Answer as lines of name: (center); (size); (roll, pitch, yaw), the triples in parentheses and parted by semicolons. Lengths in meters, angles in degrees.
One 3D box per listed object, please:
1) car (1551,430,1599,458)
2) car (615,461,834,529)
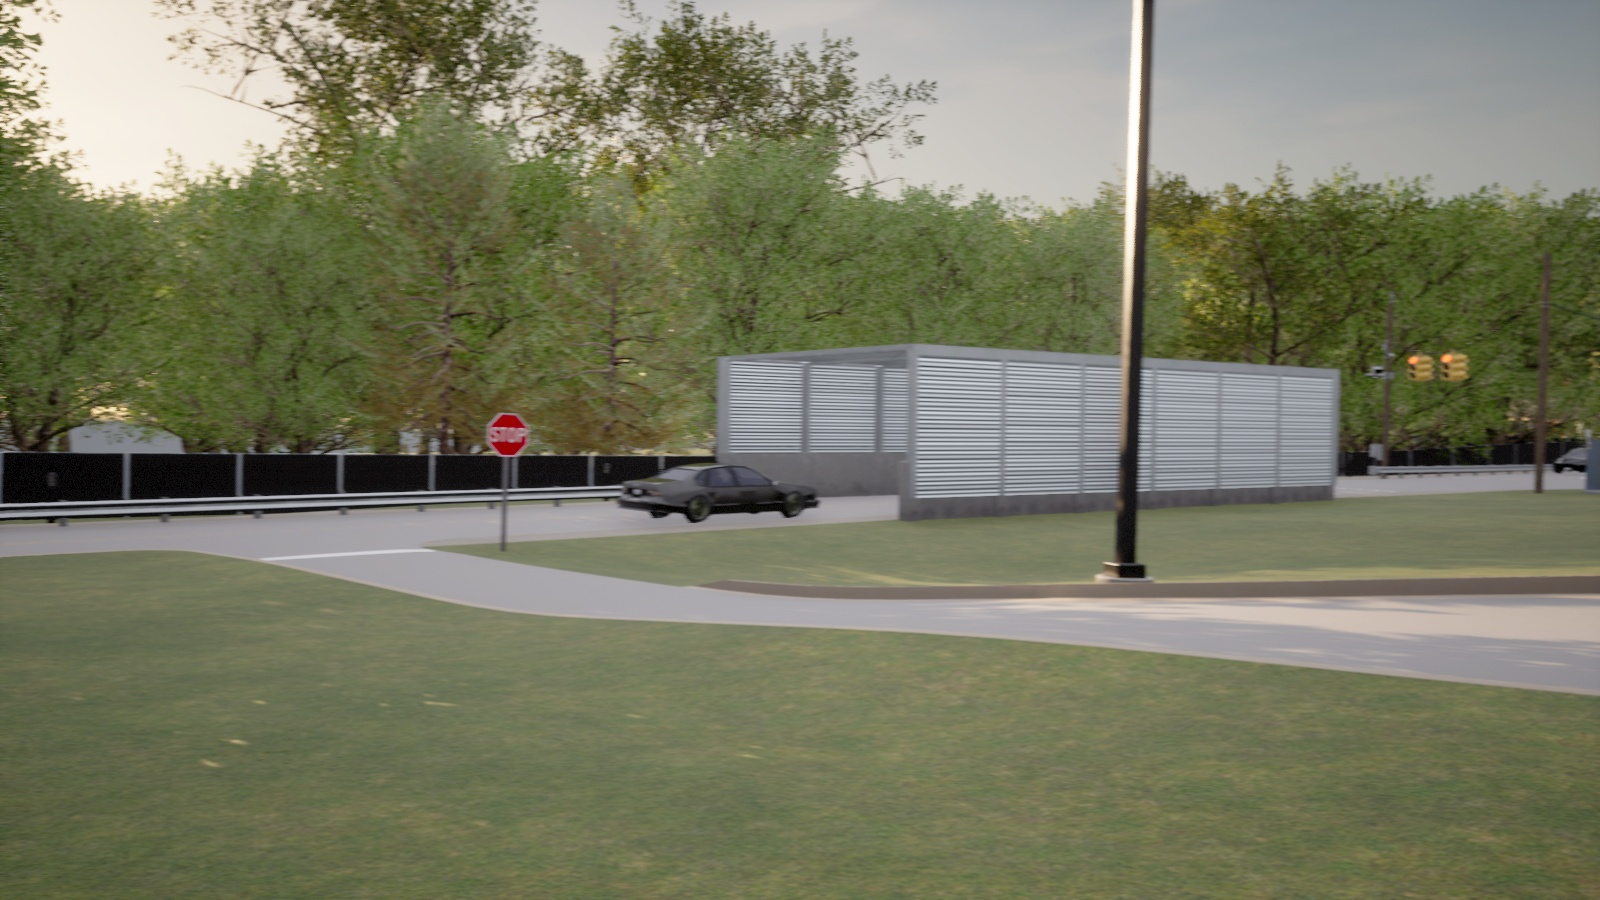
car: (44.566, -0.352, 70.754); (4.792, 1.488, 2.163); (-2, 2, -37)
car: (-1.824, 1.070, 31.739); (5.357, 1.411, 2.033); (-2, 2, -41)
